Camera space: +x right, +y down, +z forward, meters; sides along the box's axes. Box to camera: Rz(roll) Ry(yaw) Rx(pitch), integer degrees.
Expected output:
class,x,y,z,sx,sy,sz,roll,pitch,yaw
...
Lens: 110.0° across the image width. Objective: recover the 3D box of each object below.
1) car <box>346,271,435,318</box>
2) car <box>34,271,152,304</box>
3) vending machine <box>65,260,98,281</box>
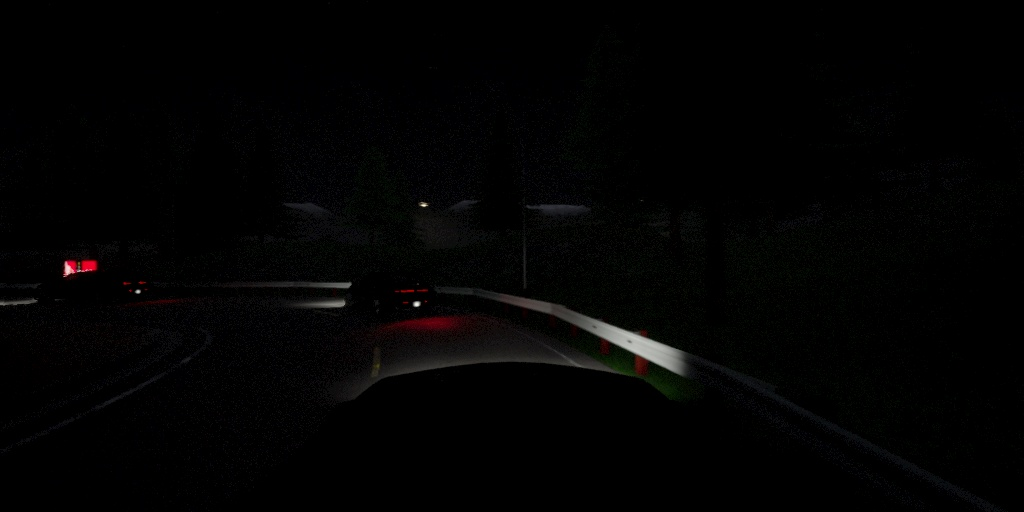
class,x,y,z,sx,sy,sz,roll,pitch,yaw
car,-4.660,1.306,13.434,1.837,1.490,4.892,1,-1,-41
car,-20.615,1.500,17.713,4.892,1.490,1.837,0,0,6
vending machine,-25.958,1.249,21.630,0.880,2.100,1.100,0,0,5
